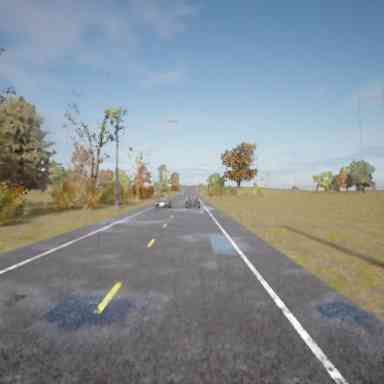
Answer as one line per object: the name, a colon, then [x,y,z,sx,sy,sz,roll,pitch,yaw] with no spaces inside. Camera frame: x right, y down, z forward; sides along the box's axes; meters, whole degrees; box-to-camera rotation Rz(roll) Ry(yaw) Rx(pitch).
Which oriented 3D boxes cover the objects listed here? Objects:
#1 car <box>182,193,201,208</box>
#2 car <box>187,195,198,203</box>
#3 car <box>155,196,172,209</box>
car: [0.103,1.300,43.780,2.128,1.511,4.902,0,0,0]
car: [0.103,1.282,62.965,1.994,1.385,4.181,0,0,0]
car: [-3.582,1.308,42.067,2.128,1.511,4.902,0,0,0]
